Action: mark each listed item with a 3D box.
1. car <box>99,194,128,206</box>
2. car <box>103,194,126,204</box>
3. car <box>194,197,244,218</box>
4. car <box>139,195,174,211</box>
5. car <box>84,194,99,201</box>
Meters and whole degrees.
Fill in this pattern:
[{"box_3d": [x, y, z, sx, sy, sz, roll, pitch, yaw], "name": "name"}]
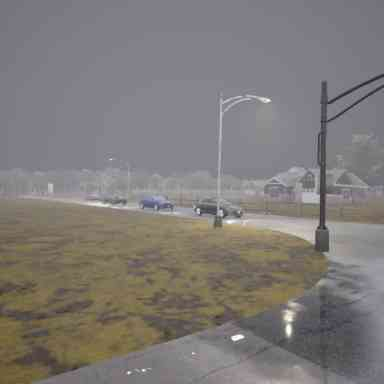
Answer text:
[{"box_3d": [-10.160, 1.098, 43.670, 1.895, 1.301, 4.718, 2, -1, -35], "name": "car"}, {"box_3d": [-12.393, 1.087, 52.995, 1.994, 1.385, 4.181, 2, -1, -35], "name": "car"}, {"box_3d": [2.061, 1.226, 26.476, 1.837, 1.490, 4.892, 2, 0, -35], "name": "car"}, {"box_3d": [-3.735, 1.083, 34.622, 1.882, 1.535, 5.008, 2, 0, -36], "name": "car"}, {"box_3d": [-18.192, 1.007, 61.146, 2.033, 1.411, 5.357, 2, -1, -35], "name": "car"}]
